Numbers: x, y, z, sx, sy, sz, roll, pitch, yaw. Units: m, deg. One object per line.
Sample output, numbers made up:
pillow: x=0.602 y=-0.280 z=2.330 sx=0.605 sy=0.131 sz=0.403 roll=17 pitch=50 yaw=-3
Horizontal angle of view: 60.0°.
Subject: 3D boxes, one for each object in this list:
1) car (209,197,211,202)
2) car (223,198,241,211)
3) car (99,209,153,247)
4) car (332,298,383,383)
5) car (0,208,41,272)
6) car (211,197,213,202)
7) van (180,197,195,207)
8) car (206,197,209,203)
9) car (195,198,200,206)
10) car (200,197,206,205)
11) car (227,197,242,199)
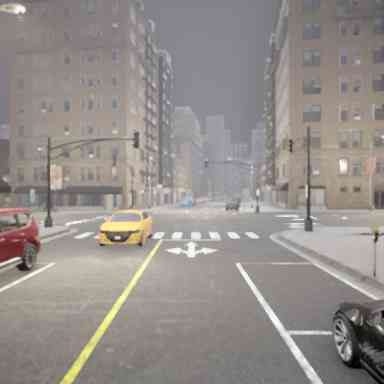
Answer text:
car: x=3.135 y=2.080 z=86.625 sx=1.967 sy=1.590 sz=4.097 roll=-1 pitch=-1 yaw=9
car: x=5.673 y=1.935 z=47.295 sx=1.947 sy=1.339 sz=4.313 roll=0 pitch=0 yaw=9
car: x=-3.025 y=1.614 z=16.008 sx=1.882 sy=1.535 sz=5.008 roll=0 pitch=-1 yaw=0
car: x=2.849 y=1.592 z=2.957 sx=1.947 sy=1.339 sz=4.313 roll=-1 pitch=0 yaw=0
car: x=-5.688 y=1.389 z=8.445 sx=2.192 sy=1.841 sz=5.009 roll=-1 pitch=0 yaw=0
car: x=3.951 y=2.209 z=91.887 sx=1.752 sy=1.417 sz=4.829 roll=-1 pitch=-1 yaw=9
van: x=-1.071 y=1.779 z=59.465 sx=1.690 sy=1.788 sz=3.998 roll=0 pitch=0 yaw=9
car: x=2.296 y=2.178 z=81.191 sx=1.802 sy=1.307 sz=4.206 roll=0 pitch=-1 yaw=9
car: x=-0.229 y=1.915 z=64.897 sx=1.967 sy=1.590 sz=4.097 roll=0 pitch=0 yaw=9
car: x=1.428 y=2.078 z=75.591 sx=1.752 sy=1.417 sz=4.829 roll=0 pitch=0 yaw=9
car: x=7.356 y=2.006 z=58.159 sx=1.947 sy=1.339 sz=4.313 roll=0 pitch=0 yaw=9
